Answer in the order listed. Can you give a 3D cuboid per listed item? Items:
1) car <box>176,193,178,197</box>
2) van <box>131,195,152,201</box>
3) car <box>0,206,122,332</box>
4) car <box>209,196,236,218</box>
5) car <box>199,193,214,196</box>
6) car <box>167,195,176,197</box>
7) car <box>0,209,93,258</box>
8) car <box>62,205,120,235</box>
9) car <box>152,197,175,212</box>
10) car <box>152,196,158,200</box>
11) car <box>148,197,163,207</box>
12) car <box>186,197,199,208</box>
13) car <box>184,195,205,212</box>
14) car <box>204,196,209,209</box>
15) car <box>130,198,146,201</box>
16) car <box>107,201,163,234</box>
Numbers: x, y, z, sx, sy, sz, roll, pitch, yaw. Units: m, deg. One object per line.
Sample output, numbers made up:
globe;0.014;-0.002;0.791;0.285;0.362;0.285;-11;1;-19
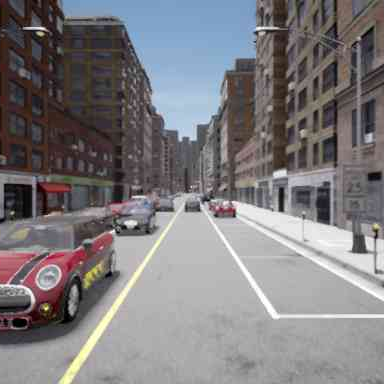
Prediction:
car;-5.637;1.565;90.180;1.947;1.339;4.313;0;0;0
van;-5.657;1.322;35.671;1.690;1.788;3.998;0;0;0
car;-3.076;1.347;7.141;2.097;1.767;4.553;0;0;0
car;2.866;1.419;30.253;1.967;1.590;4.097;0;0;0
car;3.023;1.206;62.764;2.150;2.045;5.566;0;0;0
car;-5.639;1.579;84.729;1.802;1.307;4.206;0;0;0
car;-5.664;1.516;13.698;1.752;1.417;4.829;0;0;0
car;-5.662;1.537;19.318;2.008;1.369;4.403;0;0;0
car;-3.035;1.545;38.142;1.994;1.385;4.181;0;0;0
car;-5.654;1.532;41.122;2.008;1.369;4.403;0;0;0
car;-5.651;1.508;51.853;1.752;1.417;4.829;0;0;0
car;0.023;1.505;49.257;1.812;1.442;4.674;0;0;0
car;0.071;1.470;38.776;2.128;1.511;4.902;0;0;0
car;2.871;1.528;41.150;2.008;1.369;4.403;0;0;0
car;-5.658;1.527;30.220;1.887;1.381;4.507;0;0;0
car;-3.095;1.476;19.105;2.128;1.511;4.902;0;0;0
